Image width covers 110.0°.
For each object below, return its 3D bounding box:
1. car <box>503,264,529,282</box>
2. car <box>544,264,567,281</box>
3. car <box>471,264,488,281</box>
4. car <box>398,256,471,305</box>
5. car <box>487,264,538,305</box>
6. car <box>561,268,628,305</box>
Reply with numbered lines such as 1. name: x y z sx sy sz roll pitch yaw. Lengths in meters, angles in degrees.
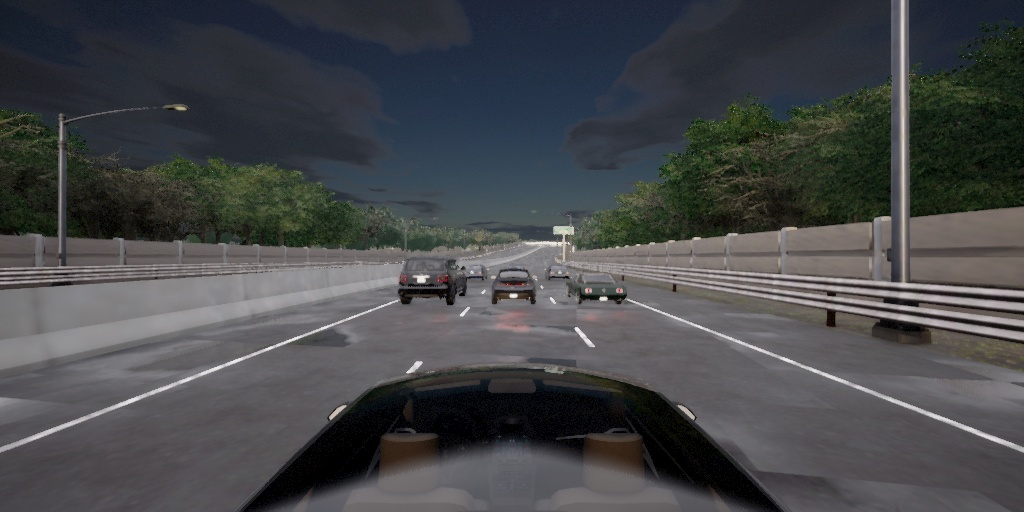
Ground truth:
1. car: 0.373 1.403 31.083 2.033 1.411 5.357 0 0 1
2. car: 3.872 1.404 30.995 2.033 1.411 5.357 0 0 1
3. car: -3.126 1.401 31.171 2.033 1.411 5.357 0 0 1
4. car: -3.407 1.029 16.267 2.150 2.045 5.566 0 0 1
5. car: 0.092 1.288 16.193 1.837 1.490 4.892 0 0 1
6. car: 3.592 1.388 16.179 1.895 1.301 4.718 0 0 1
